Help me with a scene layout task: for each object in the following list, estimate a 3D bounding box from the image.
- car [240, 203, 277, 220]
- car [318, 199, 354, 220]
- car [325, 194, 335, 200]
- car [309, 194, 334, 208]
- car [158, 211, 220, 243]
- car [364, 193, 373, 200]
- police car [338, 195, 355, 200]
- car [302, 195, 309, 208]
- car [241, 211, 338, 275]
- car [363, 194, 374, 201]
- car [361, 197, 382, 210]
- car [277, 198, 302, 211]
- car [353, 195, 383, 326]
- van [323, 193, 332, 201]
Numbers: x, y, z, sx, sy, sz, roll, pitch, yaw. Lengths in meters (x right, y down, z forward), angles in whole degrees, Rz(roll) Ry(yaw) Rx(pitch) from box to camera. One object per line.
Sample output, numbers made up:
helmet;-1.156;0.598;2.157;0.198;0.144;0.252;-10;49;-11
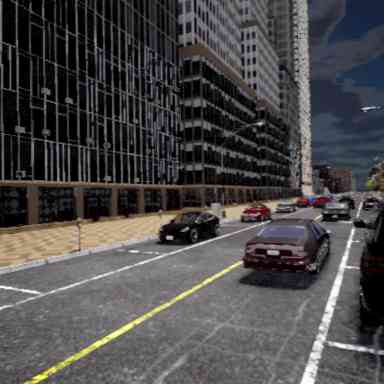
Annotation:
car;5.268;1.634;26.993;1.802;1.307;4.206;-1;0;28
car;11.562;1.498;26.550;1.895;1.301;4.718;-2;0;28
car;34.214;1.250;82.516;1.947;1.339;4.313;-1;0;28
car;17.289;1.348;44.266;1.882;1.535;5.008;-2;-1;28
car;0.005;1.679;16.900;1.947;1.339;4.313;-1;0;28
car;39.082;1.040;73.732;1.752;1.417;4.829;-1;0;28
police car;19.570;1.226;42.135;1.930;1.638;5.238;-2;0;28
car;15.793;1.468;47.184;1.887;1.381;4.507;-1;0;28
car;3.199;1.542;10.509;2.033;1.411;5.357;-2;0;28
car;36.373;1.133;68.534;1.802;1.307;4.206;-1;0;28
car;20.585;1.318;38.251;1.947;1.339;4.313;-1;0;28
car;10.531;1.539;37.090;2.008;1.369;4.403;-1;0;28
car;4.500;1.165;6.523;2.150;2.045;5.566;-2;0;28
van;31.578;1.061;77.469;1.690;1.788;3.998;-1;0;28
